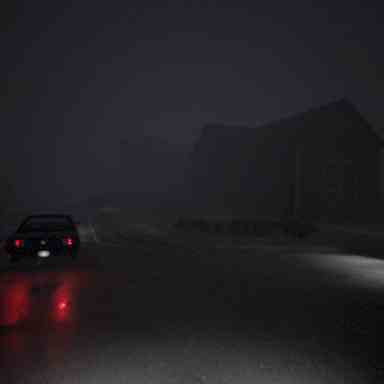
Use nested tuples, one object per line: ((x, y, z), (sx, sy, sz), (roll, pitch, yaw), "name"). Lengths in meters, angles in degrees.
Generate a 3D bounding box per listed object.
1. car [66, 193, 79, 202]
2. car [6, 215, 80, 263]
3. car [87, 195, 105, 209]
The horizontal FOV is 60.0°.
((-20.799, 0.884, 57.746), (1.837, 1.490, 4.892), (1, 0, -19), "car")
((-4.798, 1.409, 11.277), (1.895, 1.301, 4.718), (1, 0, -19), "car")
((-11.328, 1.106, 39.087), (1.816, 1.474, 4.193), (-5, 3, -21), "car")
